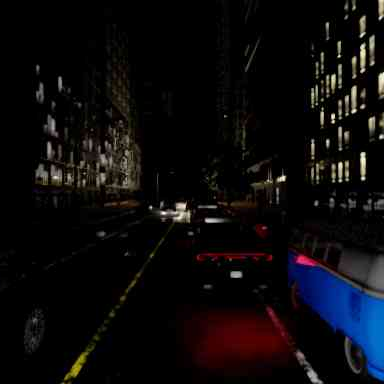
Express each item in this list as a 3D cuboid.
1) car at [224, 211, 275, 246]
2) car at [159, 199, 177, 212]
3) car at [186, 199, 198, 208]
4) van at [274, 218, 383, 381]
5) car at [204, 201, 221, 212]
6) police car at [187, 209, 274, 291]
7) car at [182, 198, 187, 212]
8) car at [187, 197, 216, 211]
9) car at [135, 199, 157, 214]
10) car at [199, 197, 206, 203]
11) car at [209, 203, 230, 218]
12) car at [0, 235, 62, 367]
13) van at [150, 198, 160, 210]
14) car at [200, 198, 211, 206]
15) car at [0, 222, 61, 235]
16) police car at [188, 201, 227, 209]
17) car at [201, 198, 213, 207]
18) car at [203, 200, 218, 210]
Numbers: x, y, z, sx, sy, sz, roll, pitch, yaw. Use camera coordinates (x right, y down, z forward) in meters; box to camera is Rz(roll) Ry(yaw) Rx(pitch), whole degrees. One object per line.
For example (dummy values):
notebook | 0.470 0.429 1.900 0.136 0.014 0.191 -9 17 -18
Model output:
car | 2.703 1.716 16.631 1.802 1.307 4.206 0 0 0
car | -3.058 1.881 45.156 1.812 1.442 4.674 0 0 0
car | 0.050 2.002 60.014 2.033 1.411 5.357 0 0 0
van | 2.694 1.384 5.249 1.690 1.788 3.998 0 0 0
car | 2.728 1.906 45.093 2.008 1.369 4.403 0 0 0
police car | 0.907 1.501 9.379 1.930 1.638 5.238 0 0 0
car | 0.037 1.903 45.270 2.033 1.411 5.357 0 0 0
car | 0.921 1.428 25.300 2.150 2.045 5.566 0 0 0
car | -5.658 1.864 39.411 2.008 1.369 4.403 0 0 0
car | 2.768 2.188 90.632 1.887 1.381 4.507 0 0 0
car | 2.718 1.851 33.708 1.802 1.307 4.206 0 0 0
car | -3.099 1.518 3.260 2.128 1.511 4.902 0 0 0
van | -5.647 1.735 50.798 1.690 1.788 3.998 0 0 0
car | 2.748 1.945 67.863 1.967 1.590 4.097 0 0 0
car | -5.682 1.670 10.949 1.802 1.307 4.206 0 0 0
police car | 0.916 1.581 19.378 1.930 1.638 5.238 0 0 0
car | 2.743 1.908 62.171 1.967 1.590 4.097 0 0 0
car | 2.733 1.945 50.785 2.008 1.369 4.403 0 0 0
